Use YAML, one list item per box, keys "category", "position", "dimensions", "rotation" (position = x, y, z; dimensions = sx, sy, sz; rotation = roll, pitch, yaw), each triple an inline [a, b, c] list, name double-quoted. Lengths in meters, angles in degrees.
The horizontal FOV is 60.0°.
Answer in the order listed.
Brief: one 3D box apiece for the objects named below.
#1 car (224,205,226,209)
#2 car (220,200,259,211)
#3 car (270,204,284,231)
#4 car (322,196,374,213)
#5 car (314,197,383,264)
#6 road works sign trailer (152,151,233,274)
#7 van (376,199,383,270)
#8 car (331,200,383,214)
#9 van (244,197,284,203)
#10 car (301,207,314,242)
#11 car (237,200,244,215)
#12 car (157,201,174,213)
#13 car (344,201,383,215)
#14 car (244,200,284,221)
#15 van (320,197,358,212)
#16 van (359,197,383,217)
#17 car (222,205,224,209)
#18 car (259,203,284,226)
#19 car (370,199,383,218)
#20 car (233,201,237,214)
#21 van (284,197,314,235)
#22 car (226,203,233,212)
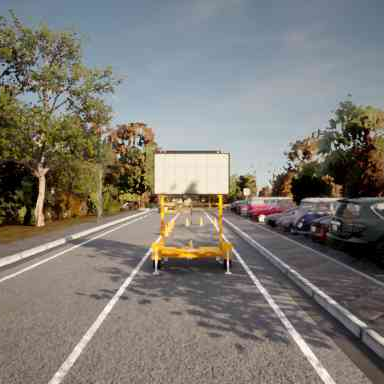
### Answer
- category: "car"
  position: [7.139, 1.874, 43.544]
  dimensions: [5.008, 1.535, 2.097]
  rotation: [0, -1, 0]
- category: "car"
  position: [6.958, 1.981, 49.085]
  dimensions: [5.366, 1.575, 1.946]
  rotation: [0, -1, 0]
- category: "car"
  position: [7.085, 1.583, 18.564]
  dimensions: [4.674, 1.452, 2.002]
  rotation: [0, -1, 0]
- category: "car"
  position: [20.239, 1.616, 43.300]
  dimensions: [5.566, 2.045, 2.435]
  rotation: [0, -1, 0]
- category: "car"
  position: [7.094, 1.200, 10.256]
  dimensions: [5.566, 2.045, 2.435]
  rotation: [0, 0, 0]
- category: "road works sign trailer"
  position: [-0.015, 0.492, 10.602]
  dimensions: [2.380, 3.560, 2.880]
  rotation: [0, 0, -1]
- category: "van"
  position: [6.943, 1.234, 7.480]
  dimensions: [4.442, 1.987, 1.878]
  rotation: [0, 0, 0]
- category: "car"
  position: [20.021, 1.823, 40.528]
  dimensions: [5.366, 1.575, 1.946]
  rotation: [0, -1, 0]
- category: "van"
  position: [7.221, 1.460, 29.672]
  dimensions: [4.442, 1.987, 1.878]
  rotation: [0, -1, 0]
- category: "car"
  position: [7.100, 1.501, 13.007]
  dimensions: [4.792, 1.488, 2.163]
  rotation: [0, 0, 0]
- category: "car"
  position: [7.113, 1.761, 32.444]
  dimensions: [4.674, 1.452, 2.002]
  rotation: [0, -1, 0]
- category: "car"
  position: [-3.203, 1.863, 41.474]
  dimensions: [2.128, 1.511, 4.902]
  rotation: [0, -1, 0]
- category: "car"
  position: [20.194, 1.789, 37.761]
  dimensions: [4.892, 1.521, 2.231]
  rotation: [0, -1, 0]
- category: "car"
  position: [7.104, 1.649, 26.893]
  dimensions: [5.008, 1.535, 2.097]
  rotation: [0, -1, 0]
- category: "van"
  position: [20.335, 1.696, 46.191]
  dimensions: [4.442, 1.987, 1.878]
  rotation: [0, -1, 0]
- category: "van"
  position: [20.312, 1.527, 34.993]
  dimensions: [4.442, 1.987, 1.878]
  rotation: [0, -1, 0]
- category: "car"
  position: [7.143, 1.926, 46.316]
  dimensions: [4.892, 1.521, 2.231]
  rotation: [0, -1, 0]
- category: "car"
  position: [7.058, 1.608, 21.342]
  dimensions: [4.792, 1.488, 2.163]
  rotation: [0, -1, 0]
- category: "car"
  position: [20.158, 1.591, 32.222]
  dimensions: [4.553, 1.767, 2.185]
  rotation: [0, -1, 0]
- category: "car"
  position: [7.145, 1.786, 35.220]
  dimensions: [4.792, 1.488, 2.163]
  rotation: [0, -1, 0]
- category: "van"
  position: [6.960, 1.281, 15.792]
  dimensions: [4.442, 1.987, 1.878]
  rotation: [0, -1, 0]
- category: "car"
  position: [7.093, 1.541, 38.000]
  dimensions: [5.566, 2.045, 2.435]
  rotation: [0, -1, 0]
